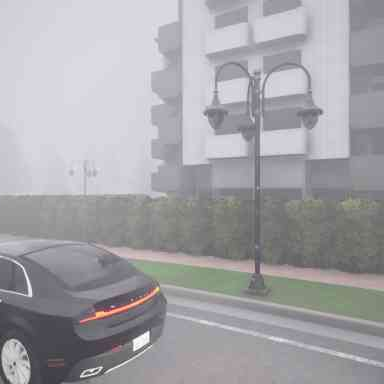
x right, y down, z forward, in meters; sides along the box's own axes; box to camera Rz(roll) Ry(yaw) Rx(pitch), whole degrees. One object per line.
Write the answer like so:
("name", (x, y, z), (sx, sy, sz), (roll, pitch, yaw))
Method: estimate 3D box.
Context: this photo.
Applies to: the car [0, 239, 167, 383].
("car", (-2.681, 1.505, 5.149), (4.892, 1.490, 1.837), (0, 0, 31))
